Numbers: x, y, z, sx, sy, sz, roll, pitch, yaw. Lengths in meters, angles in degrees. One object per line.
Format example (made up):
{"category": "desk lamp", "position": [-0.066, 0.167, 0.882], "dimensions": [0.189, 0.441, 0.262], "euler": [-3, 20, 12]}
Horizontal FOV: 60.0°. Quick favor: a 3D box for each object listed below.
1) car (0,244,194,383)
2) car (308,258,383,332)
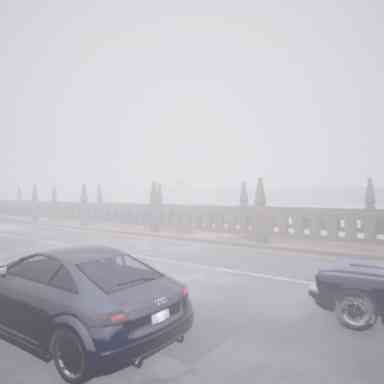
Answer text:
{"category": "car", "position": [-2.031, 1.574, 5.457], "dimensions": [4.181, 1.385, 1.994], "euler": [0, 0, 36]}
{"category": "car", "position": [4.376, 1.599, 5.169], "dimensions": [4.718, 1.301, 1.895], "euler": [0, 0, 36]}
